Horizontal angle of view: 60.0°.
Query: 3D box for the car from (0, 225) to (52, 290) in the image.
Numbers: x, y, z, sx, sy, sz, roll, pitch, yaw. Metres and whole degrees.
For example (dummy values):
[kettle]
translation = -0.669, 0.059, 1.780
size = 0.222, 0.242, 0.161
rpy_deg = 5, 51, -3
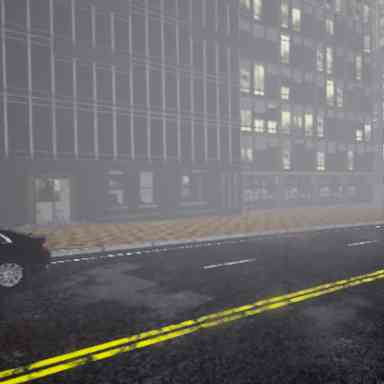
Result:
[car]
translation = -5.795, 1.490, 7.460
size = 4.892, 1.490, 1.837
rpy_deg = 0, 0, -35
